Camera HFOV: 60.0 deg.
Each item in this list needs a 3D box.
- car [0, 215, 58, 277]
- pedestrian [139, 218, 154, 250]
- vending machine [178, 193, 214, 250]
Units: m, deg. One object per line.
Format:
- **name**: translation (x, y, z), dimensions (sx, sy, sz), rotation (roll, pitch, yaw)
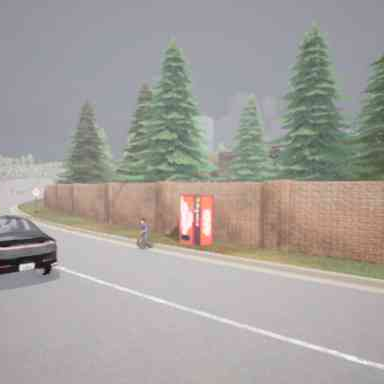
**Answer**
- **car**: translation (-5.344, 1.364, 8.812), dimensions (4.902, 1.511, 2.128), rotation (1, 1, 43)
- **pedestrian**: translation (-1.719, 1.461, 12.076), dimensions (0.375, 1.300, 0.375), rotation (1, 1, 42)
- **vending machine**: translation (0.163, 1.097, 13.031), dimensions (0.880, 2.100, 1.100), rotation (1, 1, 42)
